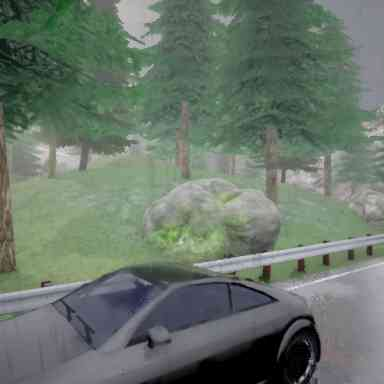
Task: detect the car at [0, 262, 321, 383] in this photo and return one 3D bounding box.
[{"bbox_3d":[-0.460,1.564,3.665,4.181,1.385,1.994,0,0,-36],"label":"car"}]

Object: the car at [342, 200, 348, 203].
[{"bbox_3d":[22.381,1.345,44.529,2.097,1.767,4.553,0,0,-36],"label":"car"}]
